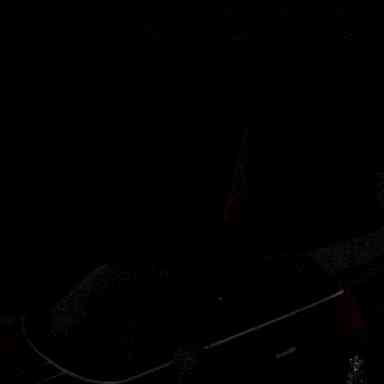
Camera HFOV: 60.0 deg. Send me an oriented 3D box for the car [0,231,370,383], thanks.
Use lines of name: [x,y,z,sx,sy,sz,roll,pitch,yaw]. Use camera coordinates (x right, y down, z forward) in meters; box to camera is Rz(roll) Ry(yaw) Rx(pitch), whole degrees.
car: [-0.273,1.357,3.138,4.553,1.767,2.097,0,0,-38]
